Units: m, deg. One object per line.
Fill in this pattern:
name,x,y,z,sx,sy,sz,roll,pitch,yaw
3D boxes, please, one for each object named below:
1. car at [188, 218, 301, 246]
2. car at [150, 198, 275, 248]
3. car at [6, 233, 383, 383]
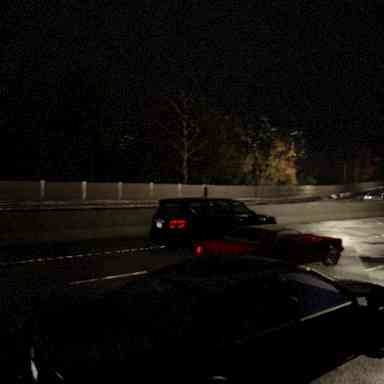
car,2.440,1.623,9.789,4.718,1.301,1.895,0,0,-36
car,1.050,1.246,13.097,5.566,2.045,2.150,0,0,-36
car,0.724,1.556,4.264,5.357,1.411,2.033,0,0,-36
